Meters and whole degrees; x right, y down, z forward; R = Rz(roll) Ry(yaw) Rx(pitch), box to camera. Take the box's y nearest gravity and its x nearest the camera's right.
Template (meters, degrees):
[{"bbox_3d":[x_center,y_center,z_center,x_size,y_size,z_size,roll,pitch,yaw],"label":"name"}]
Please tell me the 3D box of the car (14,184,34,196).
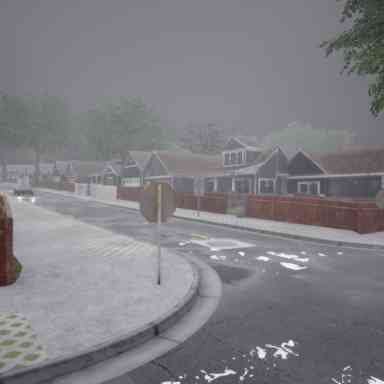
[{"bbox_3d":[-22.414,-0.314,44.252,1.882,1.535,5.008,1,2,-35],"label":"car"}]
